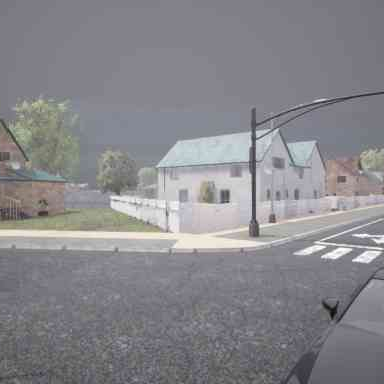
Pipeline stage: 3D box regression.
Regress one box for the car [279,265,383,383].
[{"bbox_3d":[2.506,1.524,3.367,1.812,1.442,4.674,0,0,41],"label":"car"}]
